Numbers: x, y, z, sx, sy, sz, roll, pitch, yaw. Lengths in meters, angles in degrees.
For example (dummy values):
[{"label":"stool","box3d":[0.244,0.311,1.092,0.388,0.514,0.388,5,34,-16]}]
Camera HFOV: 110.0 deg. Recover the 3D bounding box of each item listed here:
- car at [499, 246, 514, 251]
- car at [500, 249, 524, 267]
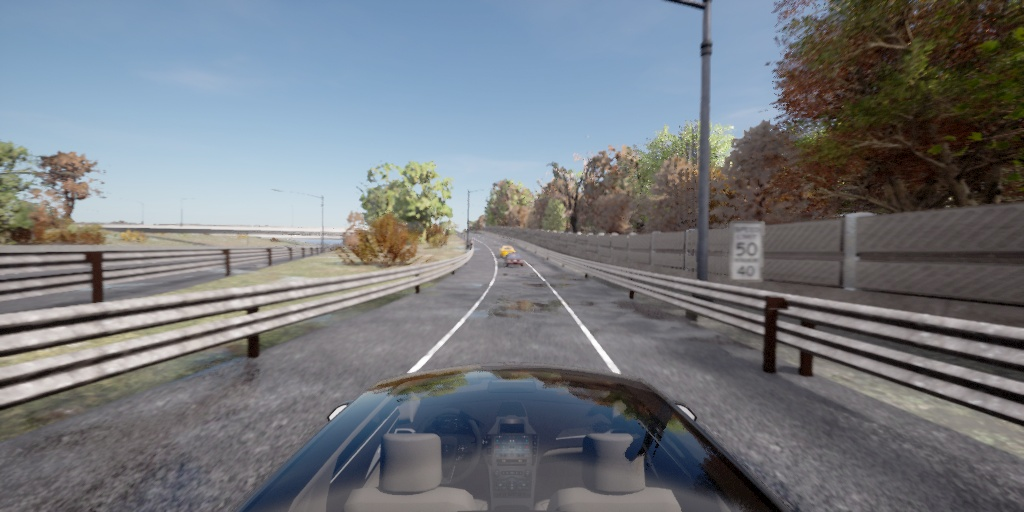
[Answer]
[{"label":"car","box3d":[-0.710,-0.671,50.430,1.882,1.535,5.008,1,5,-5]},{"label":"car","box3d":[0.152,0.348,37.403,2.033,1.411,5.357,1,3,-3]}]
